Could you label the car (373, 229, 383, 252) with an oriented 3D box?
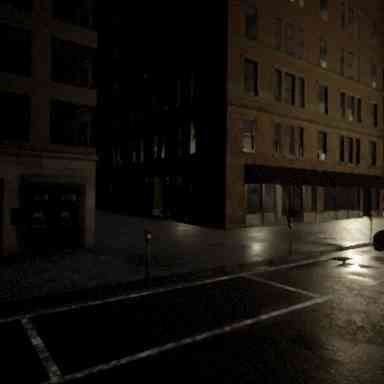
[{"bbox_3d":[8.888,1.636,13.092,4.313,1.339,1.947,0,0,-35],"label":"car"}]
